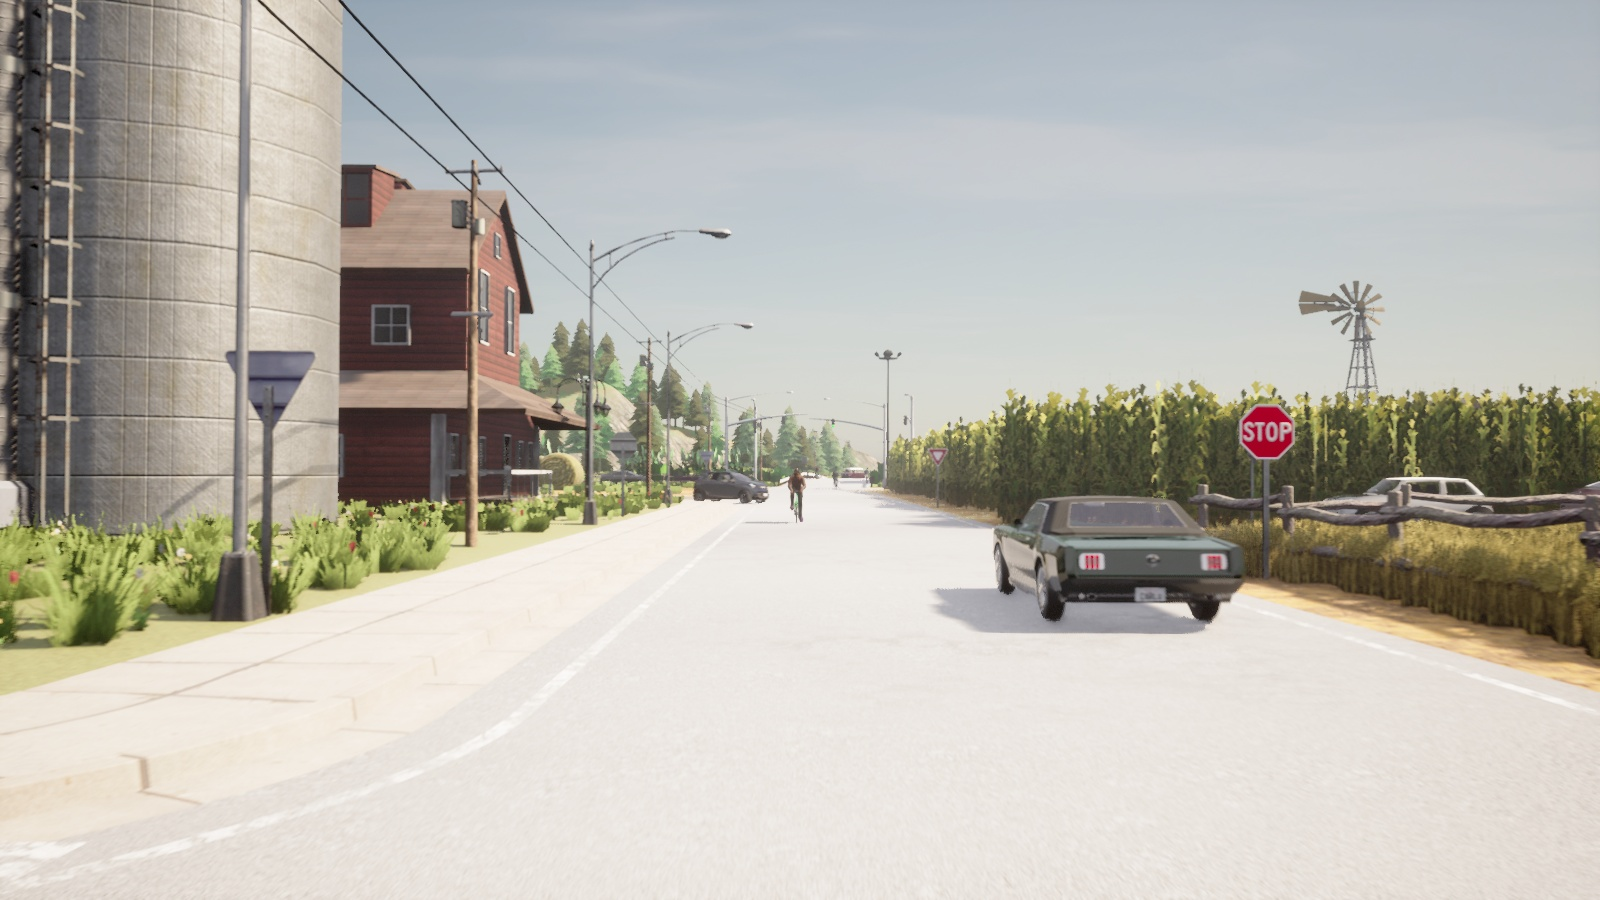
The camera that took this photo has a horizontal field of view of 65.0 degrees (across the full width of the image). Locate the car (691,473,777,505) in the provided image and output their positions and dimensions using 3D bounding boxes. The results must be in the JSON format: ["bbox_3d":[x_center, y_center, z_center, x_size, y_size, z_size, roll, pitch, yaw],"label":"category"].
[{"bbox_3d":[-3.122,1.828,59.338,3.633,1.501,1.845,-1,-1,29],"label":"car"}]

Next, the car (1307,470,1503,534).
[{"bbox_3d":[14.625,1.239,30.525,3.806,1.475,1.970,0,-1,0],"label":"car"}]

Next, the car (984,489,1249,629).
[{"bbox_3d":[3.464,1.151,14.722,1.895,1.301,4.718,0,-1,0],"label":"car"}]

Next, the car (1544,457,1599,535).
[{"bbox_3d":[19.431,0.980,27.448,5.027,1.651,2.152,0,-1,0],"label":"car"}]
